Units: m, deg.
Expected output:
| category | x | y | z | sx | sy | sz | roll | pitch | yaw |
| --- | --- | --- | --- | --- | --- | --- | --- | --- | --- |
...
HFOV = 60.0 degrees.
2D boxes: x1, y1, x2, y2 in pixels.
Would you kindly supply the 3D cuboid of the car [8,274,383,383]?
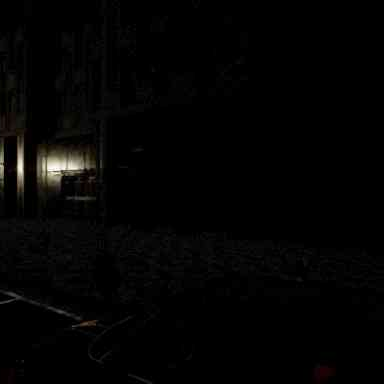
| category | x | y | z | sx | sy | sz | roll | pitch | yaw |
| --- | --- | --- | --- | --- | --- | --- | --- | --- | --- |
| car | 0.289 | 1.440 | 2.640 | 4.097 | 1.590 | 1.967 | 0 | 0 | 35 |
